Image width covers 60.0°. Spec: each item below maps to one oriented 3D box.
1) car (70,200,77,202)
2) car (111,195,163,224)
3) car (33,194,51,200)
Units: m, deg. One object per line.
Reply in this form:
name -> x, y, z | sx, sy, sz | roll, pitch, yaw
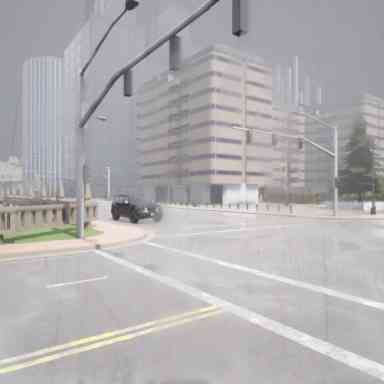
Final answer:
car -> -12.794, 1.600, 37.313 | 1.895, 1.301, 4.718 | 0, 0, -35
car -> -4.349, 1.222, 25.461 | 2.150, 2.045, 5.566 | 0, 0, -35
car -> -24.197, 1.281, 53.475 | 2.150, 2.045, 5.566 | 0, 0, -35
